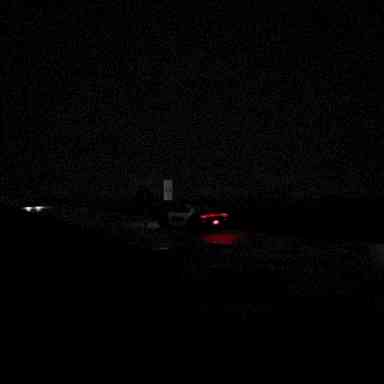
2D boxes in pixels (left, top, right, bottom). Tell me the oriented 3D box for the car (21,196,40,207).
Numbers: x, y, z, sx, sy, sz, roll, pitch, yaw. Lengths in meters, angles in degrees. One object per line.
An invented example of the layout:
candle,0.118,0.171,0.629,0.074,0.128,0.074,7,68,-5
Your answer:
car,-22.814,1.312,46.895,2.033,1.411,5.357,-2,1,-34

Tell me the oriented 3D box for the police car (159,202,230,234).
police car,-0.151,1.375,18.743,2.038,1.542,4.974,-2,1,-34
